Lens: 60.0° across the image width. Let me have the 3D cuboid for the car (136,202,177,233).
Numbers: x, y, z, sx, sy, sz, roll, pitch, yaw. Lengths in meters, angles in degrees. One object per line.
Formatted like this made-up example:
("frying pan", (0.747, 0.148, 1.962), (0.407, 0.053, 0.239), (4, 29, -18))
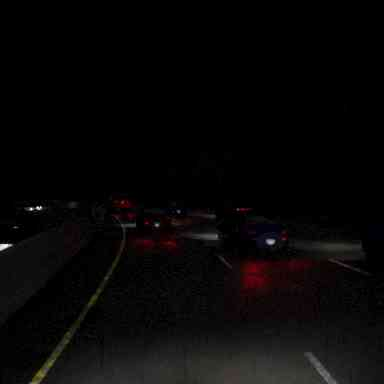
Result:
("car", (-2.310, 1.550, 19.761), (1.812, 1.442, 4.674), (0, 0, -12))

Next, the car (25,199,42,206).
("car", (-26.293, 1.778, 54.983), (1.994, 1.385, 4.181), (-1, 0, -37))

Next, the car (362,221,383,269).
("car", (6.568, 1.202, 8.086), (2.150, 2.045, 5.566), (0, 0, -5))

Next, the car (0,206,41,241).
("car", (-8.962, 1.618, 16.552), (1.994, 1.385, 4.181), (0, 0, -12))

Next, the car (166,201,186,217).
("car", (-1.884, 1.552, 31.415), (1.812, 1.442, 4.674), (0, 0, -18))

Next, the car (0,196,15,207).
("car", (-14.328, 1.318, 23.911), (2.150, 2.045, 5.566), (0, 0, -17))

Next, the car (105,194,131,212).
("car", (-8.929, 1.294, 39.862), (2.150, 2.045, 5.566), (0, 0, -24))

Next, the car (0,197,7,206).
("car", (-35.229, 1.774, 60.187), (1.882, 1.535, 5.008), (-1, 0, -44))

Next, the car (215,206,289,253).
("car", (2.361, 1.525, 13.600), (1.812, 1.442, 4.674), (0, 0, -8))

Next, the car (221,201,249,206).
("car", (3.271, 1.489, 26.424), (2.128, 1.511, 4.902), (0, 0, -15))
